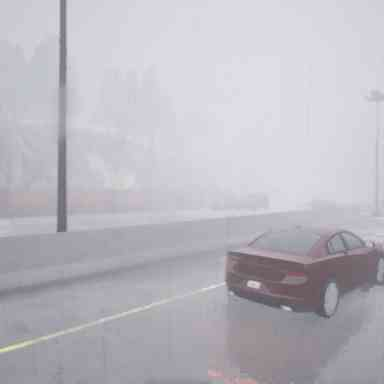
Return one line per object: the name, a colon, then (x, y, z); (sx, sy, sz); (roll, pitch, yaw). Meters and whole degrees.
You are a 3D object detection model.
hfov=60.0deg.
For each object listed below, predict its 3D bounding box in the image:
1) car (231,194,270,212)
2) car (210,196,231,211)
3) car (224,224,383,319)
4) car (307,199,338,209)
car: (7.295, 1.205, 39.322); (2.150, 2.045, 5.566); (1, 0, 37)
car: (4.085, 1.312, 40.920); (2.097, 1.767, 4.553); (0, 0, 37)
car: (2.811, 1.482, 7.589); (1.882, 1.535, 5.008); (0, 0, 44)
car: (15.396, 1.586, 38.470); (2.033, 1.411, 5.357); (0, 0, 36)
